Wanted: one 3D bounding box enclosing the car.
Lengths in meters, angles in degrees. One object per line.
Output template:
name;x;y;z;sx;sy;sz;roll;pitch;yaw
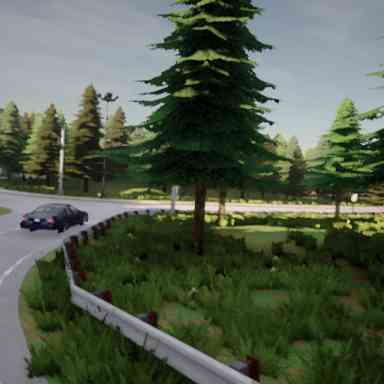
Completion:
car;-7.466;1.344;18.615;2.033;1.411;5.357;4;2;1
